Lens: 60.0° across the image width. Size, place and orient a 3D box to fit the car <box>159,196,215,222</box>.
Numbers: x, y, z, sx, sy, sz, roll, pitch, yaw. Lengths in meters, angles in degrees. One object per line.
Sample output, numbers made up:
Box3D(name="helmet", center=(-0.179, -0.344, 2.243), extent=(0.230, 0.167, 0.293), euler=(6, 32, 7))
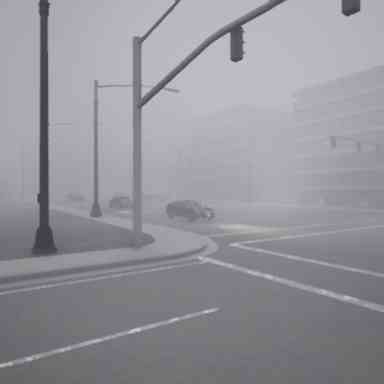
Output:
Box3D(name="car", center=(-0.215, 1.342, 25.403), extent=(2.128, 1.511, 4.902), euler=(0, 1, -34))

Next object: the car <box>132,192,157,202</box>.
Box3D(name="car", center=(-8.357, 0.815, 56.148), extent=(1.882, 1.535, 5.008), euler=(0, 1, -34))

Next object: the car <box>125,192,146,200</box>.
Box3D(name="car", center=(-11.341, 0.717, 66.733), extent=(2.033, 1.411, 5.357), euler=(0, 1, -34))

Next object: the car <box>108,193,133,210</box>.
Box3D(name="car", center=(-7.649, 1.170, 36.302), extent=(1.812, 1.442, 4.674), euler=(0, 1, -34))

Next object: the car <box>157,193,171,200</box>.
Box3D(name="car", center=(-5.466, 0.825, 58.121), extent=(2.128, 1.511, 4.902), euler=(0, 1, -34))

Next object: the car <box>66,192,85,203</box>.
Box3D(name="car", center=(-18.236, 0.789, 51.954), extent=(1.882, 1.535, 5.008), euler=(0, 1, -34))
